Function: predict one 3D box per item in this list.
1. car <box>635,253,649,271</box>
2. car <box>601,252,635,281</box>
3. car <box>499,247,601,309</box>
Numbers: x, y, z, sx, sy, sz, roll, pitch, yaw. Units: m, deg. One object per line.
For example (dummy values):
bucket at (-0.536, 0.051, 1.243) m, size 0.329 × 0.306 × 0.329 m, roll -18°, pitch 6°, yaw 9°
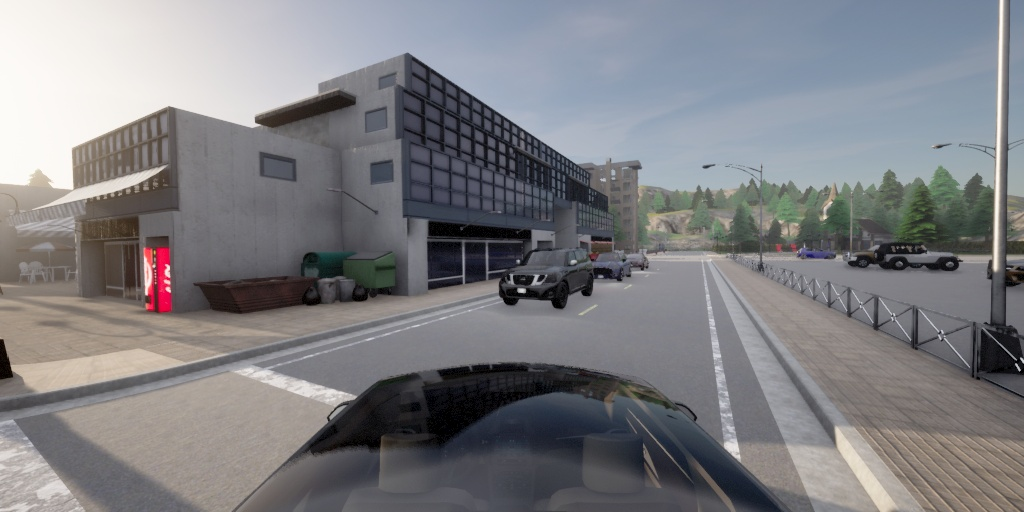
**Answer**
car at (10.919, 0.454, 31.714) m, size 1.812 × 1.442 × 4.674 m, roll 0°, pitch 2°, yaw 28°
car at (6.159, 0.555, 22.657) m, size 2.097 × 1.767 × 4.553 m, roll 0°, pitch 2°, yaw 28°
car at (1.588, 0.690, 13.947) m, size 2.150 × 2.045 × 5.566 m, roll 0°, pitch 1°, yaw 28°
